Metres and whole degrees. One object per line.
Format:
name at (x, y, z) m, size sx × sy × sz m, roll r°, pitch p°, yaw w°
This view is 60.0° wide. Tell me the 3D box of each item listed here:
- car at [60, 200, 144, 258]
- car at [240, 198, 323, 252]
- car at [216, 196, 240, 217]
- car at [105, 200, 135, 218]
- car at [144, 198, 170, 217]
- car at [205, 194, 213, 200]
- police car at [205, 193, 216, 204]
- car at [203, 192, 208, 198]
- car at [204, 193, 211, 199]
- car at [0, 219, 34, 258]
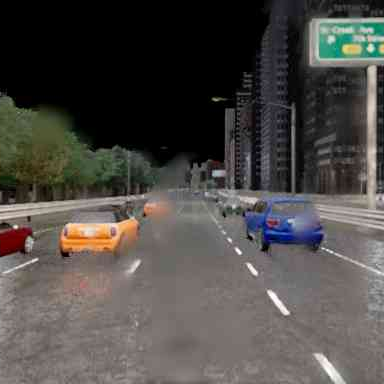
car at (-3.373, 1.376, 13.051) m, size 2.097 × 1.767 × 4.553 m, roll 0°, pitch 0°, yaw 0°
car at (3.630, 1.248, 14.100) m, size 2.150 × 2.045 × 5.566 m, roll 0°, pitch 0°, yaw 0°
car at (3.724, 1.374, 31.527) m, size 2.097 × 1.767 × 4.553 m, roll 0°, pitch 0°, yaw 0°
car at (-6.775, 1.525, 31.810) m, size 1.837 × 1.490 × 4.892 m, roll 0°, pitch 0°, yaw 0°
car at (-3.276, 1.373, 31.486) m, size 2.097 × 1.767 × 4.553 m, roll 0°, pitch 0°, yaw 0°
car at (4.283, 1.279, 83.582) m, size 1.837 × 1.490 × 4.892 m, roll 0°, pitch 0°, yaw 1°
police car at (3.936, 1.320, 61.752) m, size 1.930 × 1.638 × 5.238 m, roll 0°, pitch 0°, yaw 1°
car at (4.095, 1.189, 72.582) m, size 2.097 × 1.767 × 4.553 m, roll 0°, pitch 0°, yaw 1°
car at (4.496, 1.120, 94.542) m, size 1.882 × 1.535 × 5.008 m, roll 0°, pitch 1°, yaw 1°
car at (-6.880, 1.498, 10.560) m, size 1.882 × 1.535 × 5.008 m, roll 0°, pitch 0°, yaw 0°
